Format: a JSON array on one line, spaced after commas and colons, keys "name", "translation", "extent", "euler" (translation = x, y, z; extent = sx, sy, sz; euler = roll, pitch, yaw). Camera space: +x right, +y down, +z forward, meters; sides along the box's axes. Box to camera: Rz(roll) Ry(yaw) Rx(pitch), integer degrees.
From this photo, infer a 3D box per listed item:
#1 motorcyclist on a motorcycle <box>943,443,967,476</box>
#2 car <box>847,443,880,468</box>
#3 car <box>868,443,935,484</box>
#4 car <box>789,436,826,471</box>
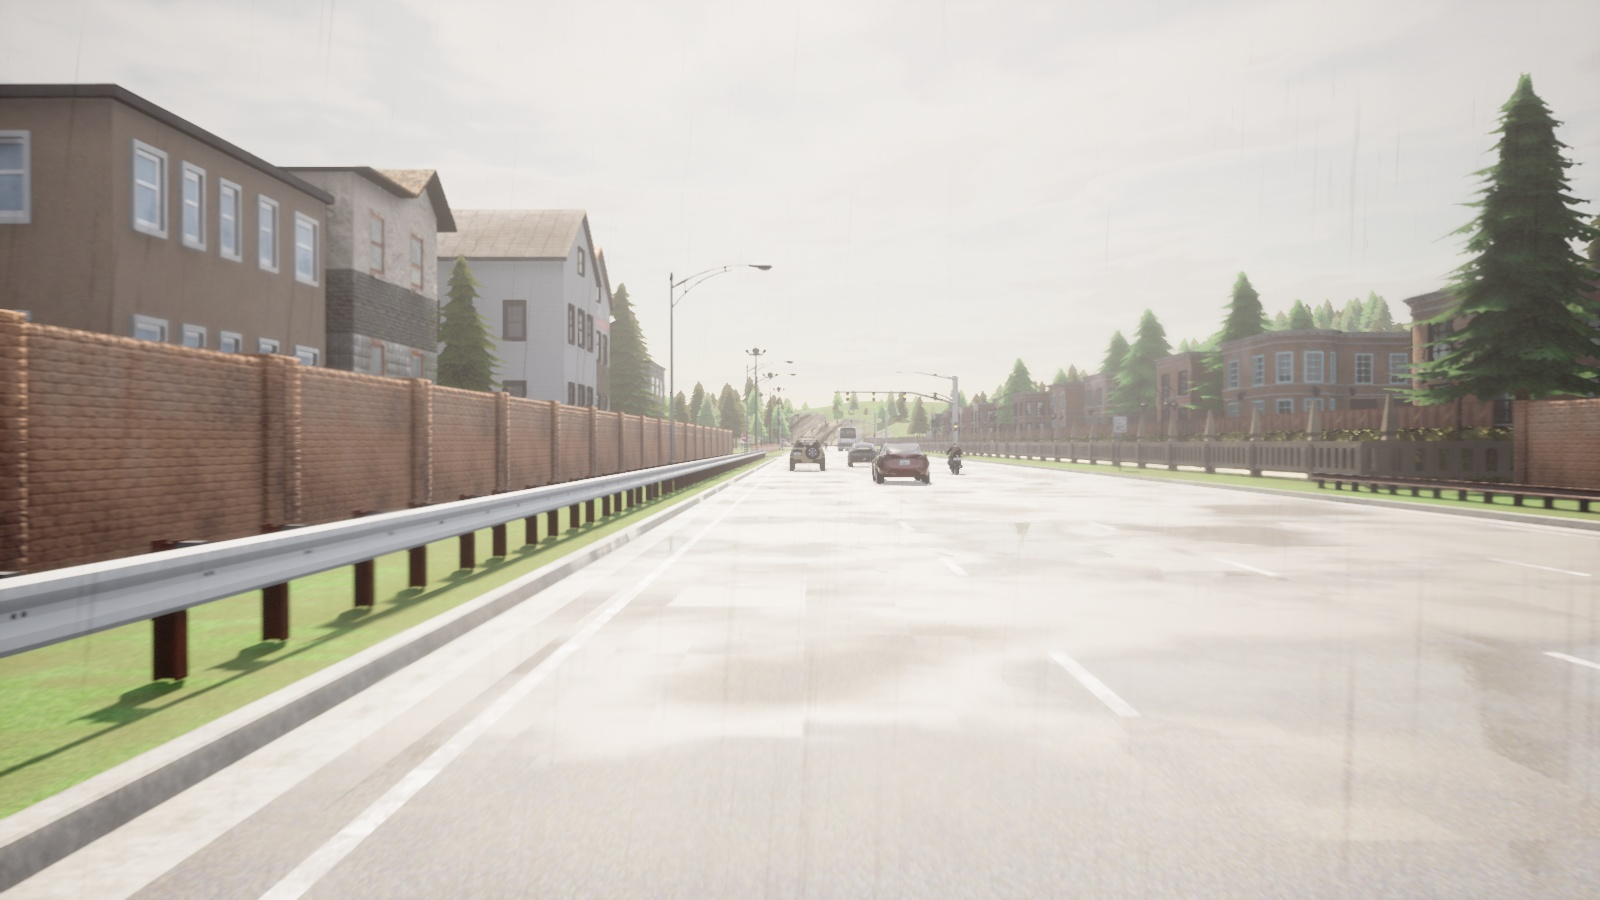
[{"name": "motorcyclist on a motorcycle", "translation": [7.354, 0.453, 59.550], "extent": [0.866, 1.530, 2.191], "euler": [0, 0, 0]}, {"name": "car", "translation": [3.965, 0.311, 79.062], "extent": [1.837, 1.490, 4.892], "euler": [0, 0, 0]}, {"name": "car", "translation": [3.786, 0.482, 47.602], "extent": [2.163, 1.488, 4.792], "euler": [0, 0, 0]}, {"name": "car", "translation": [0.403, 0.181, 68.152], "extent": [1.932, 1.855, 4.605], "euler": [0, 0, 0]}]
